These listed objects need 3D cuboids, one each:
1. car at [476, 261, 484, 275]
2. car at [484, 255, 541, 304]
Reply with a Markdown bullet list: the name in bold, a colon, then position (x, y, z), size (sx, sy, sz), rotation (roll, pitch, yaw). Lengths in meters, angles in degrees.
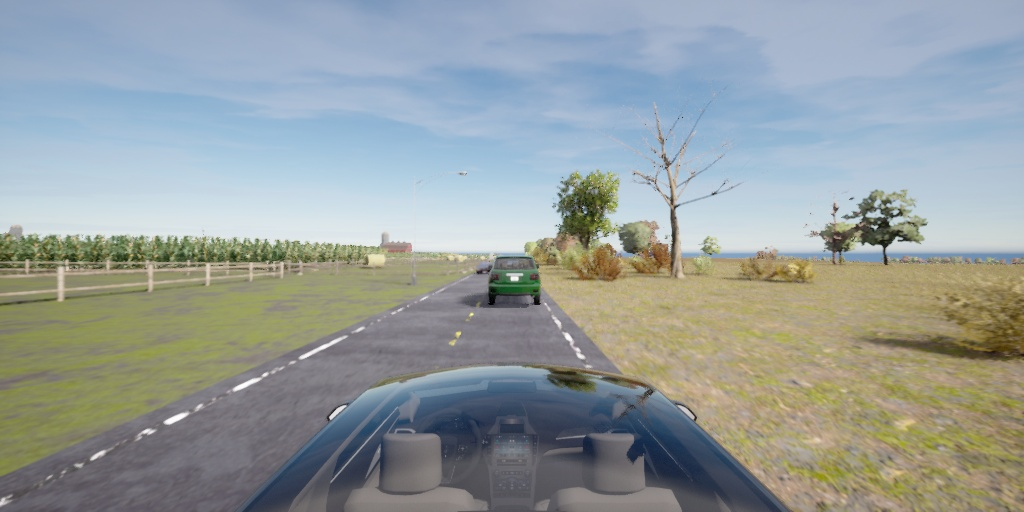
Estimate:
- **car**: position (-2.849, 1.297, 39.572), size (2.033, 1.411, 5.357), rotation (0, 0, 0)
- **car**: position (0.098, 0.966, 16.399), size (2.150, 2.045, 5.566), rotation (0, 0, 0)
